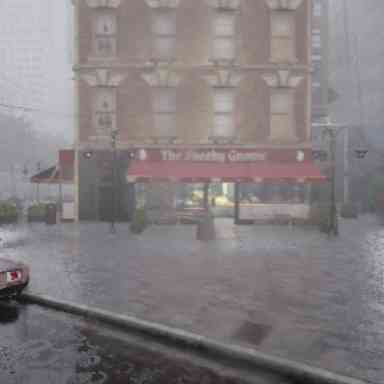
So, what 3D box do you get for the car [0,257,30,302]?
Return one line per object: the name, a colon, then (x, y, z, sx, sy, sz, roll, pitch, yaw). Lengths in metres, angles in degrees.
car: (-5.435, 1.512, 6.483, 4.718, 1.301, 1.895, 0, 1, 29)
